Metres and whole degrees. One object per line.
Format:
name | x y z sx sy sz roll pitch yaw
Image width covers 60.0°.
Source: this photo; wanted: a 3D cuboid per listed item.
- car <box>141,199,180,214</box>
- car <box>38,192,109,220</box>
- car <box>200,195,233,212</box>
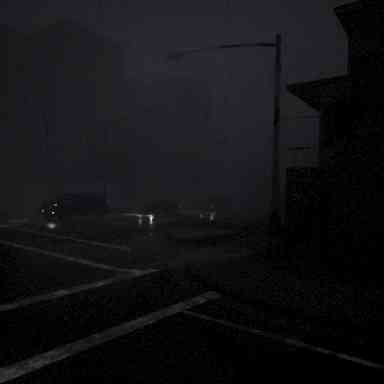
car | -3.183 1.494 34.493 1.837 1.490 4.892 2 0 36
car | -9.138 1.047 26.221 2.150 2.045 5.566 2 0 36
car | 3.275 1.457 43.437 2.150 2.045 5.566 2 -1 36
